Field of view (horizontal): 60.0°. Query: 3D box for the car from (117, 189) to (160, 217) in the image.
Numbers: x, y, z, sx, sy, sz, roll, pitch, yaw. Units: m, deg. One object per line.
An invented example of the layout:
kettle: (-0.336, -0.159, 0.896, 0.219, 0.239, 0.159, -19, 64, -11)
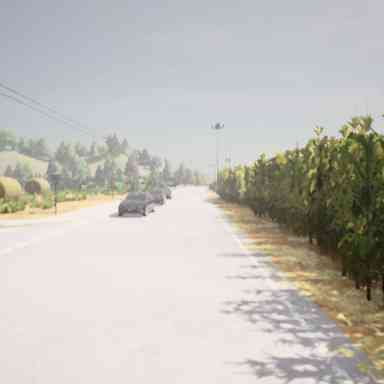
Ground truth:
car: (-3.723, 0.793, 22.970, 1.837, 1.490, 4.892, 0, 2, 4)

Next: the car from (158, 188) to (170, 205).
car: (-3.579, 0.489, 32.857, 1.837, 1.490, 4.892, 0, 2, 0)

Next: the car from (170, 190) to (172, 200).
car: (-3.549, 0.208, 43.386, 2.033, 1.411, 5.357, 0, 2, 0)
